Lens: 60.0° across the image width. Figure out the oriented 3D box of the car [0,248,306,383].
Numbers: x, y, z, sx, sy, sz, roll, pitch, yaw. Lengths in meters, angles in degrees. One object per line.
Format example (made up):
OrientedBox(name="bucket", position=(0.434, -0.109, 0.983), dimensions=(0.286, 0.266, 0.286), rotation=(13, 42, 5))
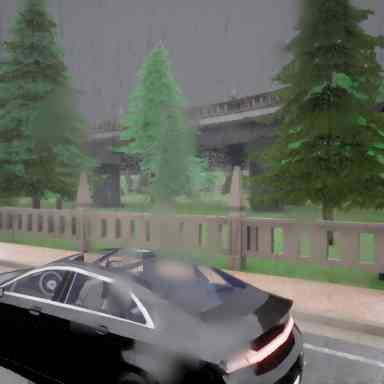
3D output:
OrientedBox(name="car", position=(-1.148, 1.492, 4.221), dimensions=(4.902, 1.511, 2.128), rotation=(0, 0, 33))
